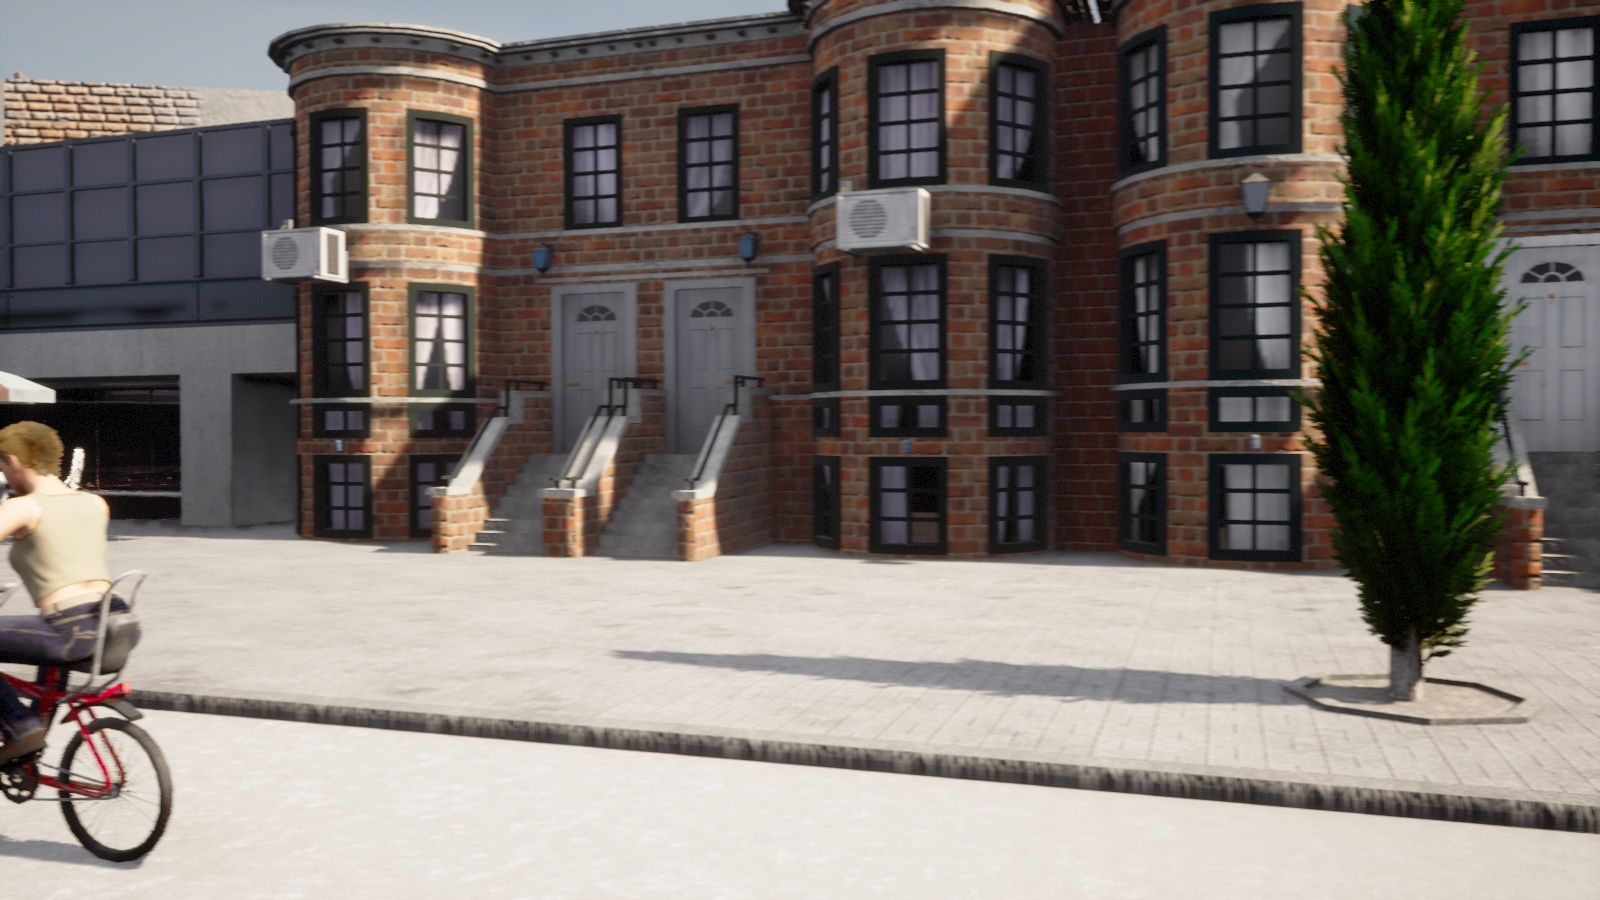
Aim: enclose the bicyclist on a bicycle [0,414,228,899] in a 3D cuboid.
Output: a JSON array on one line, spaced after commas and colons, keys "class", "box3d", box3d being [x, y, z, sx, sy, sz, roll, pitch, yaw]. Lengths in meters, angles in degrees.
[{"class": "bicyclist on a bicycle", "box3d": [-3.101, 0.675, 4.762, 1.509, 1.612, 0.866, 1, 1, 19]}]
